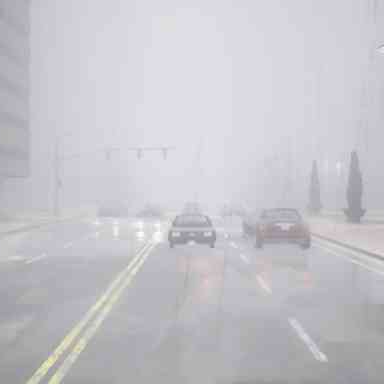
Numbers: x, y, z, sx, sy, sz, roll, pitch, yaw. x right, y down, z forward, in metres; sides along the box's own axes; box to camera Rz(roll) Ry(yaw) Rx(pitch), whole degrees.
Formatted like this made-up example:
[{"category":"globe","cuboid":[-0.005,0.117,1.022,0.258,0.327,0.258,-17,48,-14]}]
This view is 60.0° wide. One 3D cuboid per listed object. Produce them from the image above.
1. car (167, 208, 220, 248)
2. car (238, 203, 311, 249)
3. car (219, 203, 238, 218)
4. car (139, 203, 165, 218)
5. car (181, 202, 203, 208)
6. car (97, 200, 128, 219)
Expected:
[{"category":"car","cuboid":[0.000,1.614,14.680,1.895,1.301,4.718,0,0,0]},{"category":"car","cuboid":[3.500,1.364,14.620,2.097,1.767,4.553,0,0,0]},{"category":"car","cuboid":[3.500,1.615,29.680,1.895,1.301,4.718,0,0,0]},{"category":"car","cuboid":[-3.500,1.653,29.667,1.895,1.301,4.718,0,0,0]},{"category":"car","cuboid":[0.000,1.561,29.650,2.033,1.411,5.357,0,0,0]},{"category":"car","cuboid":[-7.000,1.510,29.697,1.882,1.535,5.008,0,0,0]}]
